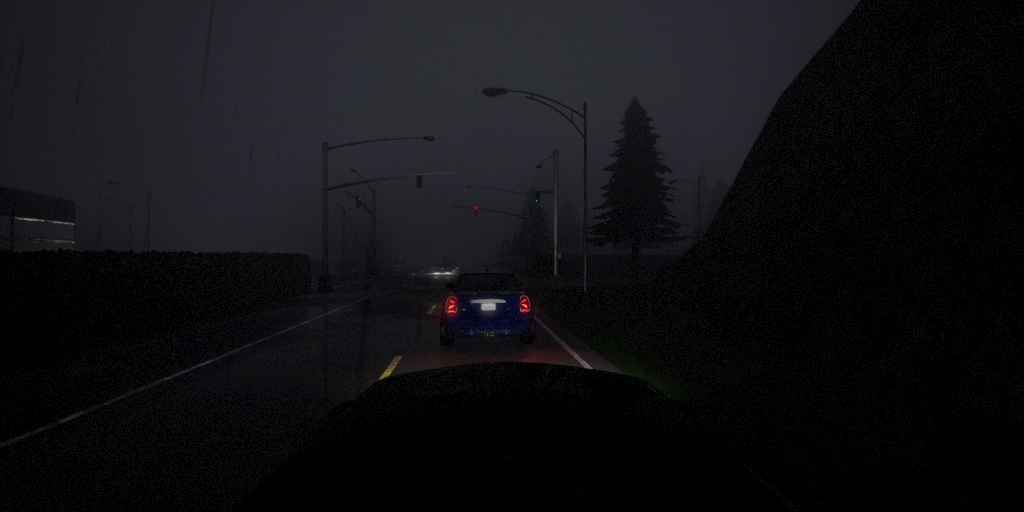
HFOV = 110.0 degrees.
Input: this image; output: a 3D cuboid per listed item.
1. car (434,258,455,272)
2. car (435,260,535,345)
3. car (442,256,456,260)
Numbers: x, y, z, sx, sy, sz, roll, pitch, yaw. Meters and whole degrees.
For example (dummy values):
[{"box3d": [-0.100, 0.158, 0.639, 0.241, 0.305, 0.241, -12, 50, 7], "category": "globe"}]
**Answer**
[{"box3d": [-8.549, 1.314, 44.807, 1.994, 1.385, 4.181, 0, 0, -7], "category": "car"}, {"box3d": [-0.729, 1.102, 9.727, 2.097, 1.767, 4.553, 0, 0, -6], "category": "car"}, {"box3d": [-9.650, 0.971, 54.196, 2.150, 2.045, 5.566, 0, 0, -7], "category": "car"}]
